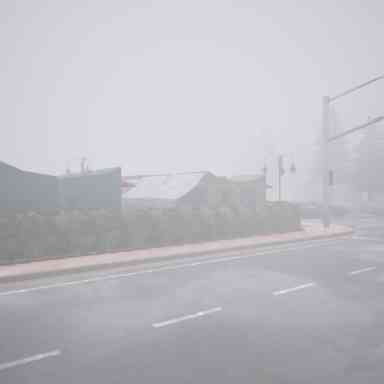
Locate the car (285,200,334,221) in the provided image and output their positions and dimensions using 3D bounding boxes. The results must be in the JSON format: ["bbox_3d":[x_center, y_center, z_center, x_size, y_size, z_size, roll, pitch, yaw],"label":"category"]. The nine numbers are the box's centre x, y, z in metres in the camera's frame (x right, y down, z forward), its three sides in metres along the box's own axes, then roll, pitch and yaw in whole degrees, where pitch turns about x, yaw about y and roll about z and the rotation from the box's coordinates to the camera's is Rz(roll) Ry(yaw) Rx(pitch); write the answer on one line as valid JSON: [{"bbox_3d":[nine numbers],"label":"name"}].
[{"bbox_3d":[8.736,1.492,27.760,2.128,1.511,4.902,0,0,-37],"label":"car"}]

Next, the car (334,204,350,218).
[{"bbox_3d":[11.583,1.492,29.872,2.128,1.511,4.902,0,0,-38],"label":"car"}]
